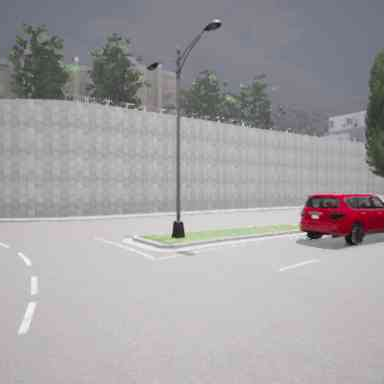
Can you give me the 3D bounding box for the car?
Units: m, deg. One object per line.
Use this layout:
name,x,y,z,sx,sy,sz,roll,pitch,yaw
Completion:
car,7.187,1.081,14.716,5.566,2.045,2.150,0,1,-32
